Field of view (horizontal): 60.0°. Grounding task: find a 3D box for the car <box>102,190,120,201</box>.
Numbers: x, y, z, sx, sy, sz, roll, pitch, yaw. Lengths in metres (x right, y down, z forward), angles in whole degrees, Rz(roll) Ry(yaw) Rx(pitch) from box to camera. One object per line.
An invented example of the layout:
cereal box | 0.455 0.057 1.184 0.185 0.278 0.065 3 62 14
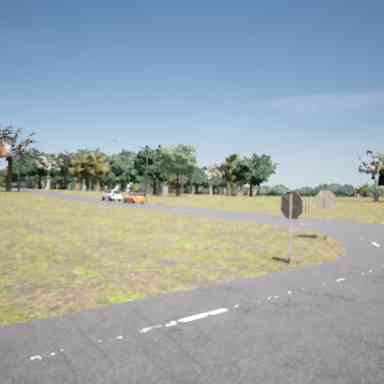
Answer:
car | -14.772 0.655 61.559 2.150 2.045 5.566 2 0 -35

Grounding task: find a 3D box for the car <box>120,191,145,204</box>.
car | -9.426 0.965 54.043 2.097 1.767 4.553 2 0 -35
